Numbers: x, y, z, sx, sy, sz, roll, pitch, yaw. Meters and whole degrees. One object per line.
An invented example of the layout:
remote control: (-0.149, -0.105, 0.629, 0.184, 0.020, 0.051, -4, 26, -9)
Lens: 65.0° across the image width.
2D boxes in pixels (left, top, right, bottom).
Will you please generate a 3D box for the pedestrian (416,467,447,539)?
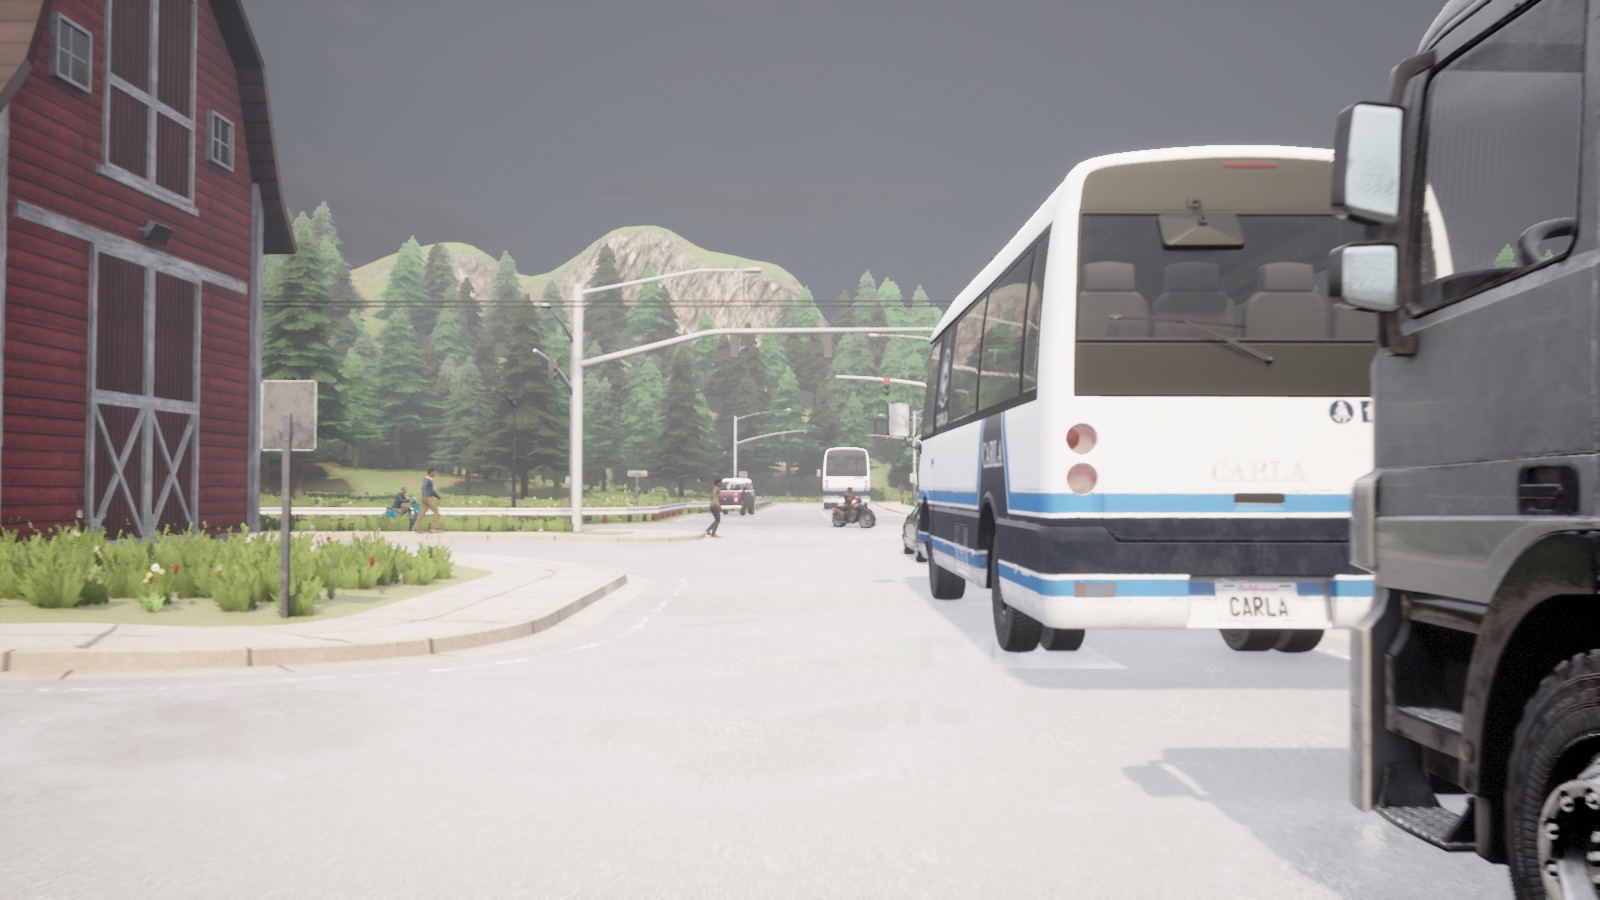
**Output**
pedestrian: (-10.156, 1.456, 34.579, 0.788, 1.949, 0.423, 0, -2, -20)

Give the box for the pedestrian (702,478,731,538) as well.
pedestrian: (-2.540, 1.749, 38.150, 0.869, 1.805, 0.328, 0, -2, -7)

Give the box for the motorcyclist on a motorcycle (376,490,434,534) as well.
motorcyclist on a motorcycle: (-14.395, 2.252, 45.775, 1.817, 1.590, 0.866, 0, -2, 1)

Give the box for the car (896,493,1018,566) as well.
car: (3.355, 1.686, 27.896, 2.033, 1.411, 5.357, 0, -2, 0)

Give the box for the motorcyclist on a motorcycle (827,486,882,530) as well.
motorcyclist on a motorcycle: (2.083, 2.211, 48.318, 0.766, 1.649, 2.350, 2, -3, -39)

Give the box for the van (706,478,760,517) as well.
van: (-3.649, 2.609, 68.946, 2.069, 2.038, 4.480, -1, -2, 8)

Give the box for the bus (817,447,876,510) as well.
bus: (3.238, 2.079, 89.818, 3.944, 4.253, 10.273, 0, -2, 1)

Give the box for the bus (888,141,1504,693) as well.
bus: (3.408, -0.118, 14.851, 3.944, 4.253, 10.273, 0, -2, 0)

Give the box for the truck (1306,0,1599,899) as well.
truck: (3.481, -0.145, 1.008, 2.891, 3.462, 7.936, 0, -2, 0)
